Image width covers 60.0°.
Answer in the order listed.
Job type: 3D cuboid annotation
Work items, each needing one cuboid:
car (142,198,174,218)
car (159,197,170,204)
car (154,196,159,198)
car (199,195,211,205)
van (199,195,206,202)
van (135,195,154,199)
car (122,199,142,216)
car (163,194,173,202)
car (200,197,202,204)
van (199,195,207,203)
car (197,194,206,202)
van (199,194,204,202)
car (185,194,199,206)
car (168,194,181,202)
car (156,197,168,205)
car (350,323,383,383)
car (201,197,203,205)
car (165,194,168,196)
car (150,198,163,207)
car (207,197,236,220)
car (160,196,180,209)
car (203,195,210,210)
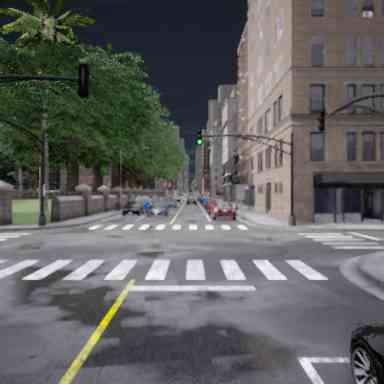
[{"bbox_3d":[-3.137,1.578,31.675,2.128,1.511,4.902,0,0,0],"label":"car"},{"bbox_3d":[-5.955,1.749,71.862,2.008,1.369,4.403,0,0,0],"label":"car"},{"bbox_3d":[-5.917,1.563,44.826,1.967,1.590,4.097,0,0,0],"label":"car"},{"bbox_3d":[2.579,1.500,66.456,2.192,1.841,5.009,0,0,0],"label":"car"},{"bbox_3d":[2.556,1.571,82.680,1.690,1.788,3.998,0,0,0],"label":"van"},{"bbox_3d":[-5.909,1.449,39.418,1.690,1.788,3.998,0,0,0],"label":"van"},{"bbox_3d":[-5.903,1.659,34.011,1.947,1.339,4.313,0,0,0],"label":"car"},{"bbox_3d":[-5.969,1.543,82.677,2.192,1.841,5.009,0,0,0],"label":"car"},{"bbox_3d":[2.600,1.722,50.231,1.802,1.307,4.206,0,0,0],"label":"car"},{"bbox_3d":[2.563,1.556,77.272,1.690,1.788,3.998,0,0,0],"label":"van"},{"bbox_3d":[2.549,1.559,88.089,2.192,1.841,5.009,0,0,0],"label":"car"},{"bbox_3d":[2.586,1.511,61.048,1.690,1.788,3.998,0,0,0],"label":"van"},{"bbox_3d":[-0.081,1.670,59.606,1.837,1.490,4.892,0,0,0],"label":"car"},{"bbox_3d":[-3.088,1.373,64.190,1.882,1.535,5.008,0,0,0],"label":"car"},{"bbox_3d":[-5.947,1.728,66.455,1.887,1.381,4.507,0,0,0],"label":"car"},{"bbox_3d":[2.667,1.572,2.033,1.947,1.339,4.313,0,0,0],"label":"car"},{"bbox_3d":[2.608,1.669,44.822,1.887,1.381,4.507,0,0,0],"label":"car"},{"bbox_3d":[-5.940,1.609,61.048,1.967,1.590,4.097,0,0,0],"label":"car"},{"bbox_3d":[-5.933,1.735,55.640,1.802,1.307,4.206,0,0,0],"label":"car"},{"bbox_3d":[2.631,1.519,28.598,1.967,1.590,4.097,0,0,0],"label":"car"},{"bbox_3d":[-3.141,1.697,47.902,1.994,1.385,4.181,0,0,0],"label":"car"},{"bbox_3d":[2.623,1.409,34.007,2.192,1.841,5.009,0,0,0],"label":"car"}]
